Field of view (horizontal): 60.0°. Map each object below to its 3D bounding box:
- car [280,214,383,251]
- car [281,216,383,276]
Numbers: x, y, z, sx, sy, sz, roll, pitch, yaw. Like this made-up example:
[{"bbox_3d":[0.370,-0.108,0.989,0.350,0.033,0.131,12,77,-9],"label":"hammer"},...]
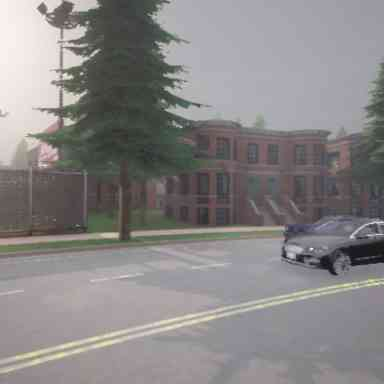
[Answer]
[{"bbox_3d":[6.527,1.742,14.993,4.718,1.301,1.895,1,0,-20],"label":"car"},{"bbox_3d":[5.117,1.596,10.578,4.902,1.511,2.128,1,0,-24],"label":"car"}]
